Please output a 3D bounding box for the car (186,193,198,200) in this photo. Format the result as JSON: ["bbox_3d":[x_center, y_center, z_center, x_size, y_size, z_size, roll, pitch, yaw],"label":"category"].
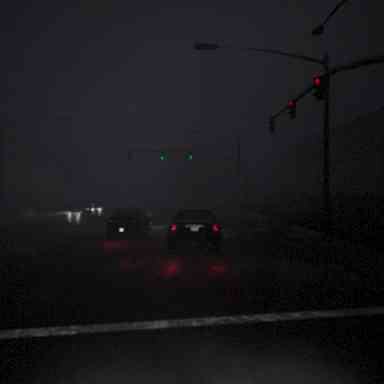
[{"bbox_3d":[-0.008,1.253,67.935,2.150,2.045,5.566,0,0,0],"label":"car"}]

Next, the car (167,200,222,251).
[{"bbox_3d":[0.100,1.413,14.528,2.097,1.767,4.553,0,0,0],"label":"car"}]

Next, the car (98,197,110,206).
[{"bbox_3d":[-14.031,1.543,51.507,2.128,1.511,4.902,0,0,0],"label":"car"}]

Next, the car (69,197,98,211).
[{"bbox_3d":[-14.030,1.549,42.285,2.128,1.511,4.902,0,0,0],"label":"car"}]

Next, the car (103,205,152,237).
[{"bbox_3d":[-3.401,1.568,18.469,1.837,1.490,4.892,0,0,0],"label":"car"}]

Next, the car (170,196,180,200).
[{"bbox_3d":[-3.508,1.509,67.904,1.882,1.535,5.008,0,0,0],"label":"car"}]
